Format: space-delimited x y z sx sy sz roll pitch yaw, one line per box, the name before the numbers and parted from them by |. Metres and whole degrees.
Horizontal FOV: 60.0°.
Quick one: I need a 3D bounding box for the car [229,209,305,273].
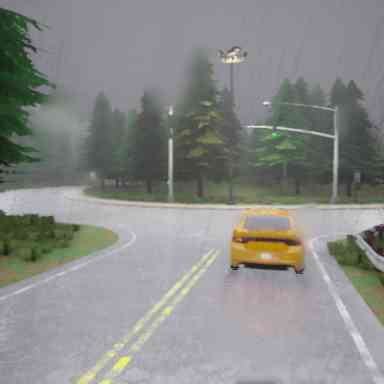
car | 2.294 1.254 10.176 1.882 1.535 5.008 1 2 13
